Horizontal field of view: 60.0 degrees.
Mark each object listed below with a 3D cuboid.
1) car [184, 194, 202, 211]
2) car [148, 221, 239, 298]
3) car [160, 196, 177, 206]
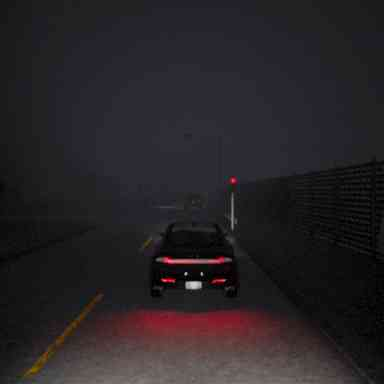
[{"bbox_3d":[0.131,1.245,42.143,2.150,2.045,5.566,0,0,0],"label":"car"},{"bbox_3d":[0.055,1.496,8.526,2.128,1.511,4.902,0,0,1],"label":"car"},{"bbox_3d":[-4.045,1.577,54.053,2.033,1.411,5.357,0,0,0],"label":"car"}]
